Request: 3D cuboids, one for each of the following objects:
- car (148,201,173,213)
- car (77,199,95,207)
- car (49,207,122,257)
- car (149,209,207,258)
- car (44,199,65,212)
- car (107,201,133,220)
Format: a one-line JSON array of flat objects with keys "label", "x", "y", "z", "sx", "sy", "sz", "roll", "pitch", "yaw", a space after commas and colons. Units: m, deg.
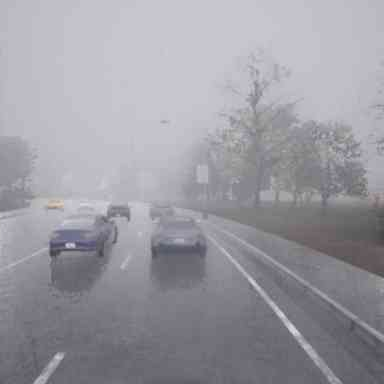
[{"label": "car", "x": -2.696, "y": 1.538, "z": 28.673, "sx": 2.128, "sy": 1.511, "sz": 4.902, "roll": 0, "pitch": 0, "yaw": -10}, {"label": "car", "x": -12.625, "y": 1.593, "z": 39.663, "sx": 1.812, "sy": 1.442, "sz": 4.674, "roll": 0, "pitch": 0, "yaw": -16}, {"label": "car", "x": -4.062, "y": 1.551, "z": 12.953, "sx": 1.812, "sy": 1.442, "sz": 4.674, "roll": 0, "pitch": 0, "yaw": -4}, {"label": "car", "x": -0.574, "y": 1.584, "z": 13.014, "sx": 1.994, "sy": 1.385, "sz": 4.181, "roll": 0, "pitch": 0, "yaw": -5}, {"label": "car", "x": -16.152, "y": 1.544, "z": 39.308, "sx": 1.882, "sy": 1.535, "sz": 5.008, "roll": 0, "pitch": 0, "yaw": -16}, {"label": "car", "x": -6.198, "y": 1.553, "z": 28.423, "sx": 1.837, "sy": 1.490, "sz": 4.892, "roll": 0, "pitch": 0, "yaw": -11}]
